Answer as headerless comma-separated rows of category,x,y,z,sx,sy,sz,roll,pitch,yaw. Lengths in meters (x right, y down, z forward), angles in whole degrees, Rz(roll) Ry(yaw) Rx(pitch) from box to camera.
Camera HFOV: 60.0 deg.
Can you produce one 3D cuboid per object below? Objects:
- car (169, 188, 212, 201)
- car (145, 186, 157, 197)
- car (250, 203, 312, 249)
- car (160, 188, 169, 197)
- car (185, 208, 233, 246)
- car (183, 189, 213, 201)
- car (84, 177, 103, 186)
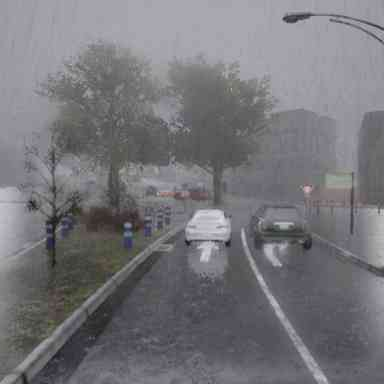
car,-0.237,0.405,52.960,5.566,2.045,2.150,1,1,24
car,-8.155,-0.225,66.425,2.150,2.045,5.566,0,5,-9
car,3.657,1.292,14.411,2.097,1.767,4.553,0,1,7
car,-5.183,-0.119,66.838,2.097,1.767,4.553,0,5,-9
car,0.805,1.451,14.778,1.812,1.442,4.674,0,1,7
car,1.024,0.451,55.684,4.553,1.767,2.097,1,1,24
car,-27.000,-2.469,90.867,4.792,1.488,2.163,-3,7,-33
